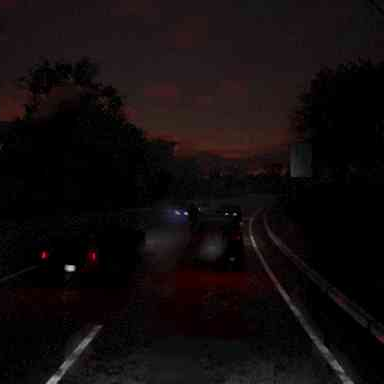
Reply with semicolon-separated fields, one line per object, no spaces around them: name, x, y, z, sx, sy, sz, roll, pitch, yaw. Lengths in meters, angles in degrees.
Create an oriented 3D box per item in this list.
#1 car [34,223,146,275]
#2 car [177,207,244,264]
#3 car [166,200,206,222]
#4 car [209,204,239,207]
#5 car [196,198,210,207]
car;-2.842;1.624;10.551;1.895;1.301;4.718;0;0;6
car;0.846;1.514;12.032;1.882;1.535;5.008;0;0;6
car;-0.538;1.618;26.617;2.033;1.411;5.357;0;0;11
car;2.933;1.627;26.109;2.033;1.411;5.357;0;0;11
car;1.386;1.605;49.753;2.128;1.511;4.902;0;0;16
